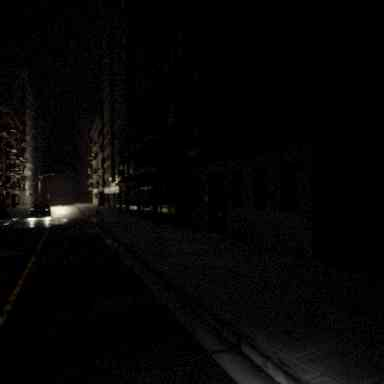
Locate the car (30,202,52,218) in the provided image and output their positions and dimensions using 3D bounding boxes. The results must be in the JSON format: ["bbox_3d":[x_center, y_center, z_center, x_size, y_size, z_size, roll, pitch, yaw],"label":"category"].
[{"bbox_3d":[-17.502,1.977,38.621,2.097,1.767,4.553,-1,-1,-21],"label":"car"}]
